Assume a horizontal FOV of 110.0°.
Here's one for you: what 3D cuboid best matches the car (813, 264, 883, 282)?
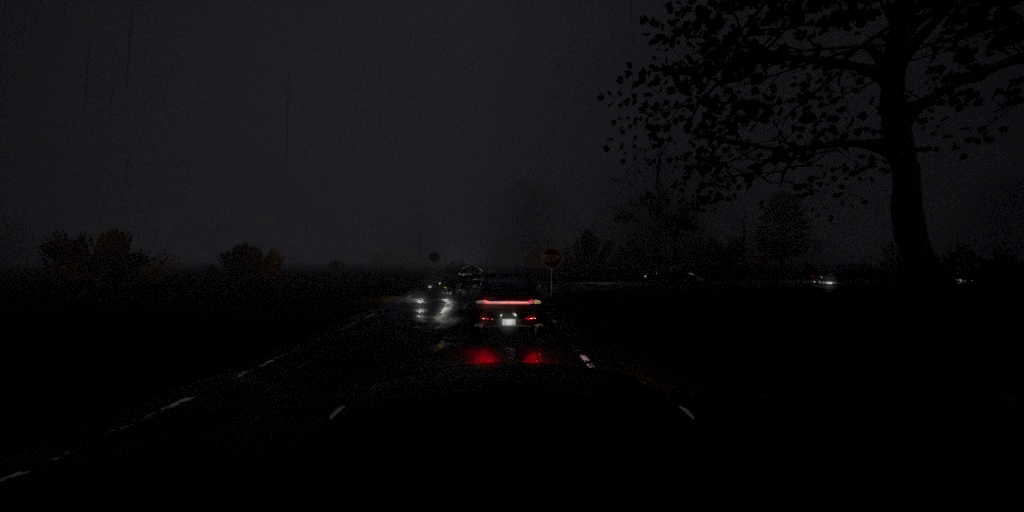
[{"bbox_3d":[27.907,1.358,29.760,5.357,1.411,2.033,0,0,-9],"label":"car"}]

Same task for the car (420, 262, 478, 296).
[{"bbox_3d":[-2.987,1.254,19.641,1.837,1.490,4.892,-3,-1,25],"label":"car"}]

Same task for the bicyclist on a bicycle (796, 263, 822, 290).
[{"bbox_3d":[18.043,1.233,21.798,0.582,1.620,1.656,0,0,-9],"label":"bicyclist on a bicycle"}]

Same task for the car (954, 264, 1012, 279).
[{"bbox_3d":[42.581,1.384,31.990,5.357,1.411,2.033,0,0,-8],"label":"car"}]

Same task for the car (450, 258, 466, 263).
[{"bbox_3d":[-5.578,1.235,36.981,2.128,1.511,4.902,0,0,-8],"label":"car"}]

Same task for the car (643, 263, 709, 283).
[{"bbox_3d":[12.465,1.272,27.351,4.902,1.511,2.128,0,0,-9],"label":"car"}]

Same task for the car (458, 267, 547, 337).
[{"bbox_3d":[-0.135,1.241,10.300,2.128,1.511,4.902,0,0,-2],"label":"car"}]
